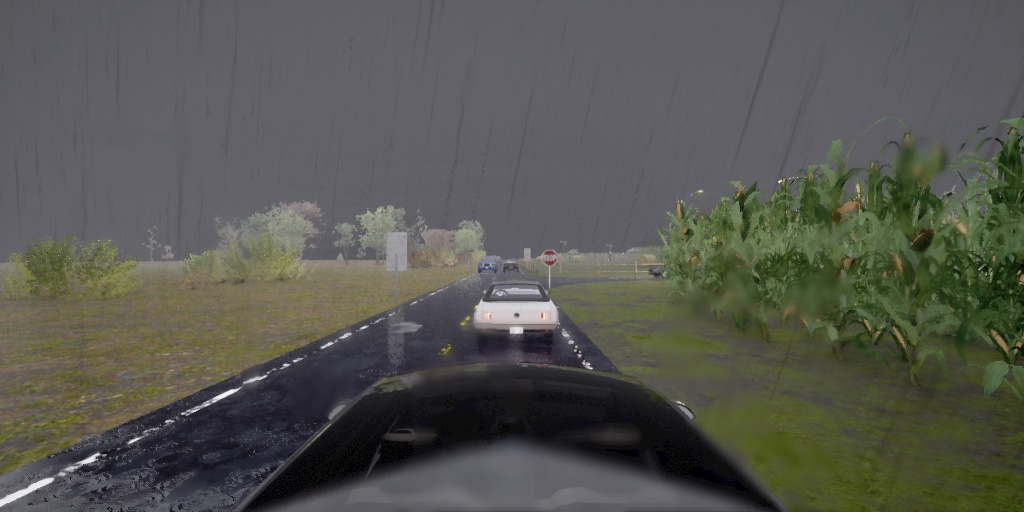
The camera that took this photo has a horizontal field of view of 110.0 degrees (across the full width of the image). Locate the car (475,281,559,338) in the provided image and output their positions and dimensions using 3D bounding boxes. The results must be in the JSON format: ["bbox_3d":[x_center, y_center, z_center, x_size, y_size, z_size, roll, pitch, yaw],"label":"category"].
[{"bbox_3d":[0.102,1.353,10.145,1.895,1.301,4.718,0,0,0],"label":"car"}]

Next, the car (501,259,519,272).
[{"bbox_3d":[-0.116,1.261,47.911,1.882,1.535,5.008,0,0,0],"label":"car"}]

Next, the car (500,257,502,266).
[{"bbox_3d":[-3.070,1.285,54.070,2.128,1.511,4.902,0,0,0],"label":"car"}]

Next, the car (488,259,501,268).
[{"bbox_3d":[-3.155,1.303,64.190,2.128,1.511,4.902,0,0,0],"label":"car"}]

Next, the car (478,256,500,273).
[{"bbox_3d":[-2.941,1.001,43.769,2.150,2.045,5.566,0,0,-1],"label":"car"}]

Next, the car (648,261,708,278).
[{"bbox_3d":[14.400,1.139,31.156,4.892,1.490,1.837,-1,-1,-1],"label":"car"}]
